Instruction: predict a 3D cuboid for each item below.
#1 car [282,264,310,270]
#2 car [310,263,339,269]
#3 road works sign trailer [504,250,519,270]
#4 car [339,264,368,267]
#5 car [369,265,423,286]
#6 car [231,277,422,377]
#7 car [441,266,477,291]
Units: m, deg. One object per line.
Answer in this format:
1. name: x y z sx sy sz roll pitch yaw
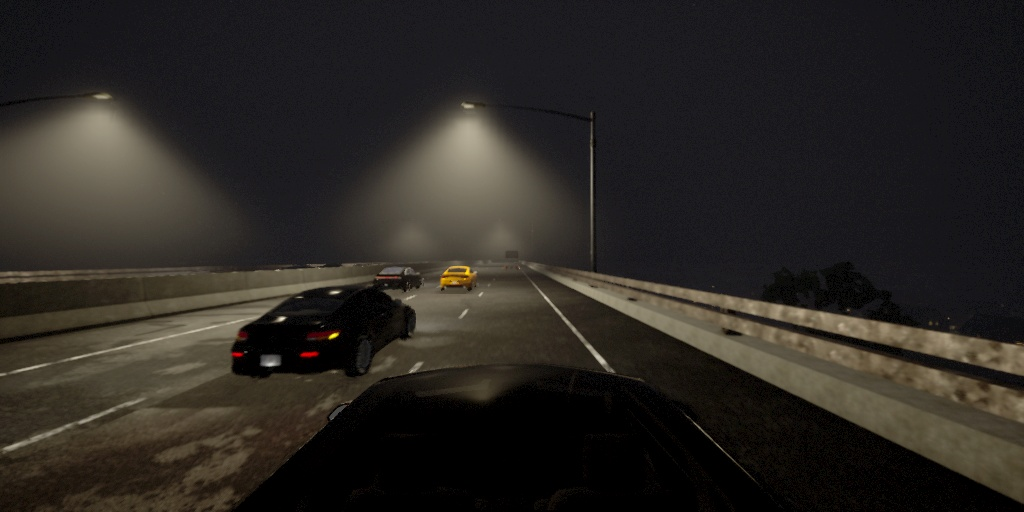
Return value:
1. car: -24.582 1.651 41.487 2.033 1.411 5.357 0 0 0
2. car: -21.082 1.614 42.037 1.837 1.490 4.892 0 -1 0
3. road works sign trailer: -0.028 0.768 65.401 2.380 3.560 2.880 0 0 0
4. car: -17.584 1.654 41.794 2.033 1.411 5.357 0 -1 0
5. car: -6.908 1.427 22.140 2.128 1.511 4.902 0 -1 0
6. car: -3.402 1.327 7.360 1.812 1.442 4.674 0 -1 0
7. car: -3.409 1.428 23.689 1.882 1.535 5.008 0 -1 0
